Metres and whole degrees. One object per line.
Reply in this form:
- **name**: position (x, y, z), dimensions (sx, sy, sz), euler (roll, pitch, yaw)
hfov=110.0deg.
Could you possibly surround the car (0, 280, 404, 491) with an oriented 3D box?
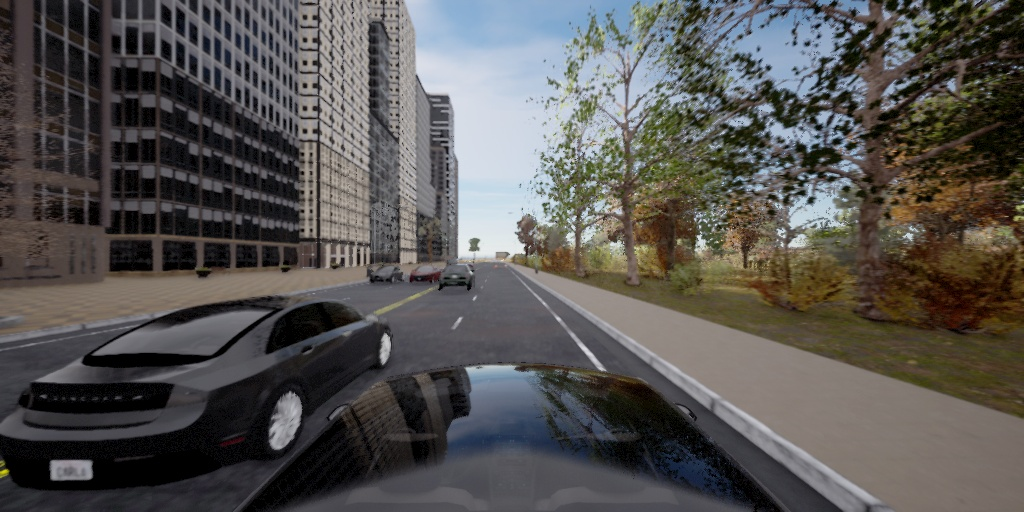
- **car**: position (-3.198, 1.299, 5.018), dimensions (1.837, 1.490, 4.892), euler (0, 0, 0)

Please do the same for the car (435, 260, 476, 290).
- **car**: position (-3.650, 1.317, 24.535), dimensions (2.097, 1.767, 4.553), euler (0, -1, -2)

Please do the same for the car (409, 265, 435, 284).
- **car**: position (-7.289, 1.510, 30.358), dimensions (1.882, 1.535, 5.008), euler (0, 0, -2)

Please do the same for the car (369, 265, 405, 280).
- **car**: position (-10.545, 1.553, 30.515), dimensions (1.837, 1.490, 4.892), euler (0, -1, -2)
